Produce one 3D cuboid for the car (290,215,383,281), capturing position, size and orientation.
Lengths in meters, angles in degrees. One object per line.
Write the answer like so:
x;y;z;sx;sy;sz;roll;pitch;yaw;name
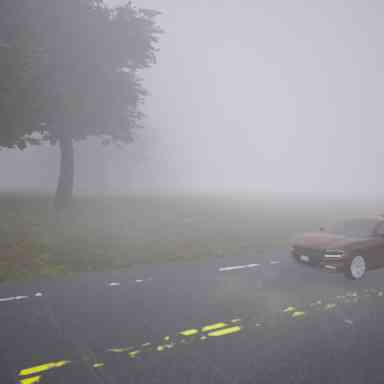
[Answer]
5.162;1.473;9.953;5.008;1.535;1.882;0;0;-29;car
